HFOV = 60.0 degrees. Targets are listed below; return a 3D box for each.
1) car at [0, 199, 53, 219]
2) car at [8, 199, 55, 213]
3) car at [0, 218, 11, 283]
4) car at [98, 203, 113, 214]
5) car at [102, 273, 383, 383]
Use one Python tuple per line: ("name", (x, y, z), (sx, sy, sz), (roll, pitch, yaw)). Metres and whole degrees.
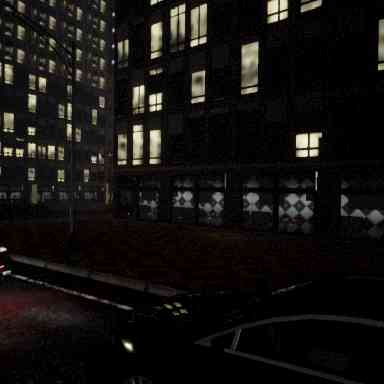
("car", (-15.662, 1.519, 30.556), (2.192, 1.841, 5.009), (1, 0, 36))
("car", (-19.174, 1.642, 39.926), (1.752, 1.417, 4.829), (1, 0, 36))
("car", (-6.367, 1.487, 8.197), (4.902, 1.511, 2.128), (0, 0, 36))
("car", (-8.878, 1.829, 39.777), (1.752, 1.417, 4.829), (1, 0, 36))
("car", (1.315, 1.491, 2.743), (4.902, 1.511, 2.128), (0, 0, 35))
